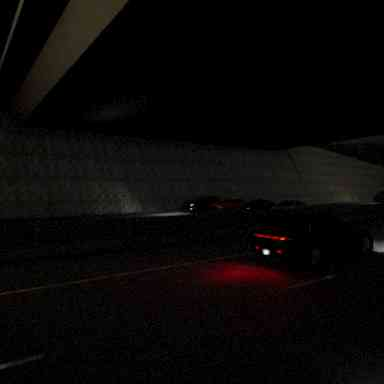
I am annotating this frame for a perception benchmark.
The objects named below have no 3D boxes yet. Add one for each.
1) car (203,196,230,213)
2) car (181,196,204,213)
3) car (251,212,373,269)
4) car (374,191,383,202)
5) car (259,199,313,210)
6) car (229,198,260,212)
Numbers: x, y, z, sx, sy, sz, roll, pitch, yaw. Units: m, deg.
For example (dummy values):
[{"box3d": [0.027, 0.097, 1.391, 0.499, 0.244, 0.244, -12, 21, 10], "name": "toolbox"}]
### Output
[{"box3d": [3.891, 1.330, 32.659, 5.008, 1.535, 1.882, -1, 0, -36], "name": "car"}, {"box3d": [1.101, 1.215, 34.964, 4.553, 1.767, 2.097, -1, 0, -36], "name": "car"}, {"box3d": [4.107, 1.439, 11.026, 4.892, 1.490, 1.837, -1, 1, -36], "name": "car"}, {"box3d": [34.387, 0.772, 58.730, 5.566, 2.045, 2.150, -1, 0, -36], "name": "car"}, {"box3d": [7.973, 1.373, 26.973, 4.674, 1.442, 1.812, -1, 0, -36], "name": "car"}, {"box3d": [5.926, 1.376, 29.812, 4.674, 1.442, 1.812, -1, 0, -36], "name": "car"}]
